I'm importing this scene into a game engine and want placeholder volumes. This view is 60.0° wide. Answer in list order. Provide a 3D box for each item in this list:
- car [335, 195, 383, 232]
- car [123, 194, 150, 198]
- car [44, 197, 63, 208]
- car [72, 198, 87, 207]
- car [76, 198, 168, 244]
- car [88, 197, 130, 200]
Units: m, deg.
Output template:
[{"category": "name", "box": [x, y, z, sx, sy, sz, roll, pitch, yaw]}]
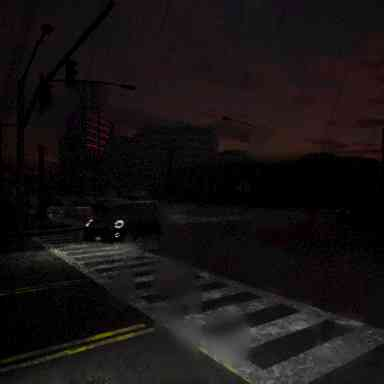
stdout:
[{"category": "car", "box": [11.440, 1.222, 19.497, 5.566, 2.045, 2.150, 0, 1, 13]}, {"category": "car", "box": [-5.461, 1.220, 34.305, 2.150, 2.045, 5.566, 0, 0, -36]}, {"category": "car", "box": [-20.750, 1.507, 49.732, 1.837, 1.490, 4.892, 0, -1, -35]}, {"category": "car", "box": [-16.471, 1.564, 49.741, 1.994, 1.385, 4.181, 0, 0, -35]}, {"category": "car", "box": [-2.996, 1.353, 15.909, 2.097, 1.767, 4.553, -1, 0, 24]}, {"category": "car", "box": [-8.044, 1.478, 31.895, 1.882, 1.535, 5.008, 0, 1, -36]}]
